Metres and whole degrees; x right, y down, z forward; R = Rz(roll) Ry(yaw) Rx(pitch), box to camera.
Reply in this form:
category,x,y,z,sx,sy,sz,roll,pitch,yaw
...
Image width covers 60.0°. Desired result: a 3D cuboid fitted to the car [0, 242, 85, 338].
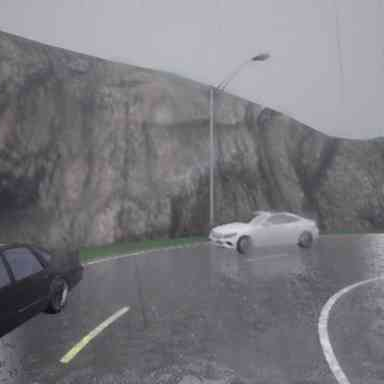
category,x,y,z,sx,sy,sz,roll,pitch,yaw
car,-3.494,1.532,4.967,2.033,1.411,5.357,0,0,7

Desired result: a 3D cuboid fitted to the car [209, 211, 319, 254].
category,x,y,z,sx,sy,sz,roll,pitch,yaw
car,2.923,1.488,13.230,4.674,1.442,1.812,0,0,-25
